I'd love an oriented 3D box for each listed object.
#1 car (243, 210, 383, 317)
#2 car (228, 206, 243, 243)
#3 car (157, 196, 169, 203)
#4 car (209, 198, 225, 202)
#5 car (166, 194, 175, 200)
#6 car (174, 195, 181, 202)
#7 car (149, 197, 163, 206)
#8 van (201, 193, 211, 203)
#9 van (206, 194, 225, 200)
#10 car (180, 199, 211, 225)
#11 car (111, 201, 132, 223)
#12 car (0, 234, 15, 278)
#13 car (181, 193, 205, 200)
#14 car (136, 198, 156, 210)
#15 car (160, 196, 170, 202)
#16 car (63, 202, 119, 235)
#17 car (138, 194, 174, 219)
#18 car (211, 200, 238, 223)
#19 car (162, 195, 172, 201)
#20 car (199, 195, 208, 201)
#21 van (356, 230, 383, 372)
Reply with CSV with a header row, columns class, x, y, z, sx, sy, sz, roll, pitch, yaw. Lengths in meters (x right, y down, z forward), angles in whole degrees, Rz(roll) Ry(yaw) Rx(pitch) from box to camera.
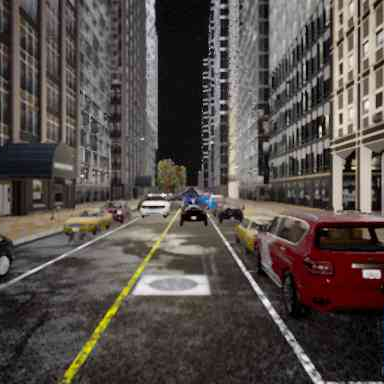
class,x,y,z,sx,sy,sz,roll,pitch,yaw
car,2.692,1.306,7.374,2.192,1.841,5.009,0,0,0
car,2.697,1.508,13.242,1.752,1.417,4.829,0,0,0
car,-5.645,1.404,64.367,1.887,1.381,4.507,0,0,0
car,2.710,1.533,30.169,1.802,1.307,4.206,0,0,0
car,-5.628,1.224,87.160,1.967,1.590,4.097,0,0,0
car,-2.950,1.324,69.124,1.882,1.535,5.008,0,0,0
car,-5.654,1.474,52.970,1.802,1.307,4.206,0,0,0
van,2.735,1.201,64.359,1.690,1.788,3.998,0,0,0
van,2.714,1.278,35.867,1.690,1.788,3.998,0,0,0
car,0.114,1.491,23.471,1.812,1.442,4.674,0,0,0
car,-5.676,1.403,24.480,1.967,1.590,4.097,0,0,0
car,-5.688,1.542,7.383,2.008,1.369,4.403,0,0,0
car,0.131,1.150,40.240,2.150,2.045,5.566,0,0,0
car,-5.662,1.489,41.573,1.947,1.339,4.313,0,0,0
car,-5.641,1.424,70.066,1.802,1.307,4.206,0,0,0
car,-5.680,1.499,18.609,1.752,1.417,4.829,0,0,0
car,-3.079,1.177,29.015,2.150,2.045,5.566,0,0,0
car,2.706,1.514,24.472,2.008,1.369,4.403,0,0,0
car,-5.637,1.374,75.763,2.008,1.369,4.403,0,0,0
car,2.748,1.370,81.456,1.947,1.339,4.313,0,0,0
van,2.688,1.339,1.675,1.690,1.788,3.998,0,0,0
